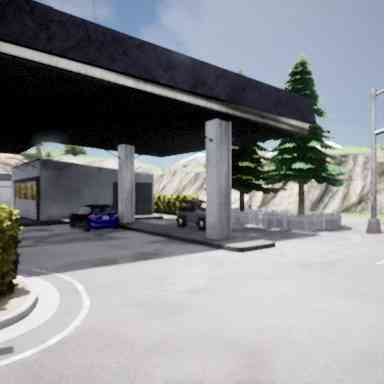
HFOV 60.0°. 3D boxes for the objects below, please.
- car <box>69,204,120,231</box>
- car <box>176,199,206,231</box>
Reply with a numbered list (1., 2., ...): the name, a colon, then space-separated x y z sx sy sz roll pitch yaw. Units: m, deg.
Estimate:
1. car: -6.578 1.639 22.205 2.242 1.667 4.611 0 0 -37
2. car: 0.553 1.446 22.067 1.905 1.878 3.866 0 0 -37
